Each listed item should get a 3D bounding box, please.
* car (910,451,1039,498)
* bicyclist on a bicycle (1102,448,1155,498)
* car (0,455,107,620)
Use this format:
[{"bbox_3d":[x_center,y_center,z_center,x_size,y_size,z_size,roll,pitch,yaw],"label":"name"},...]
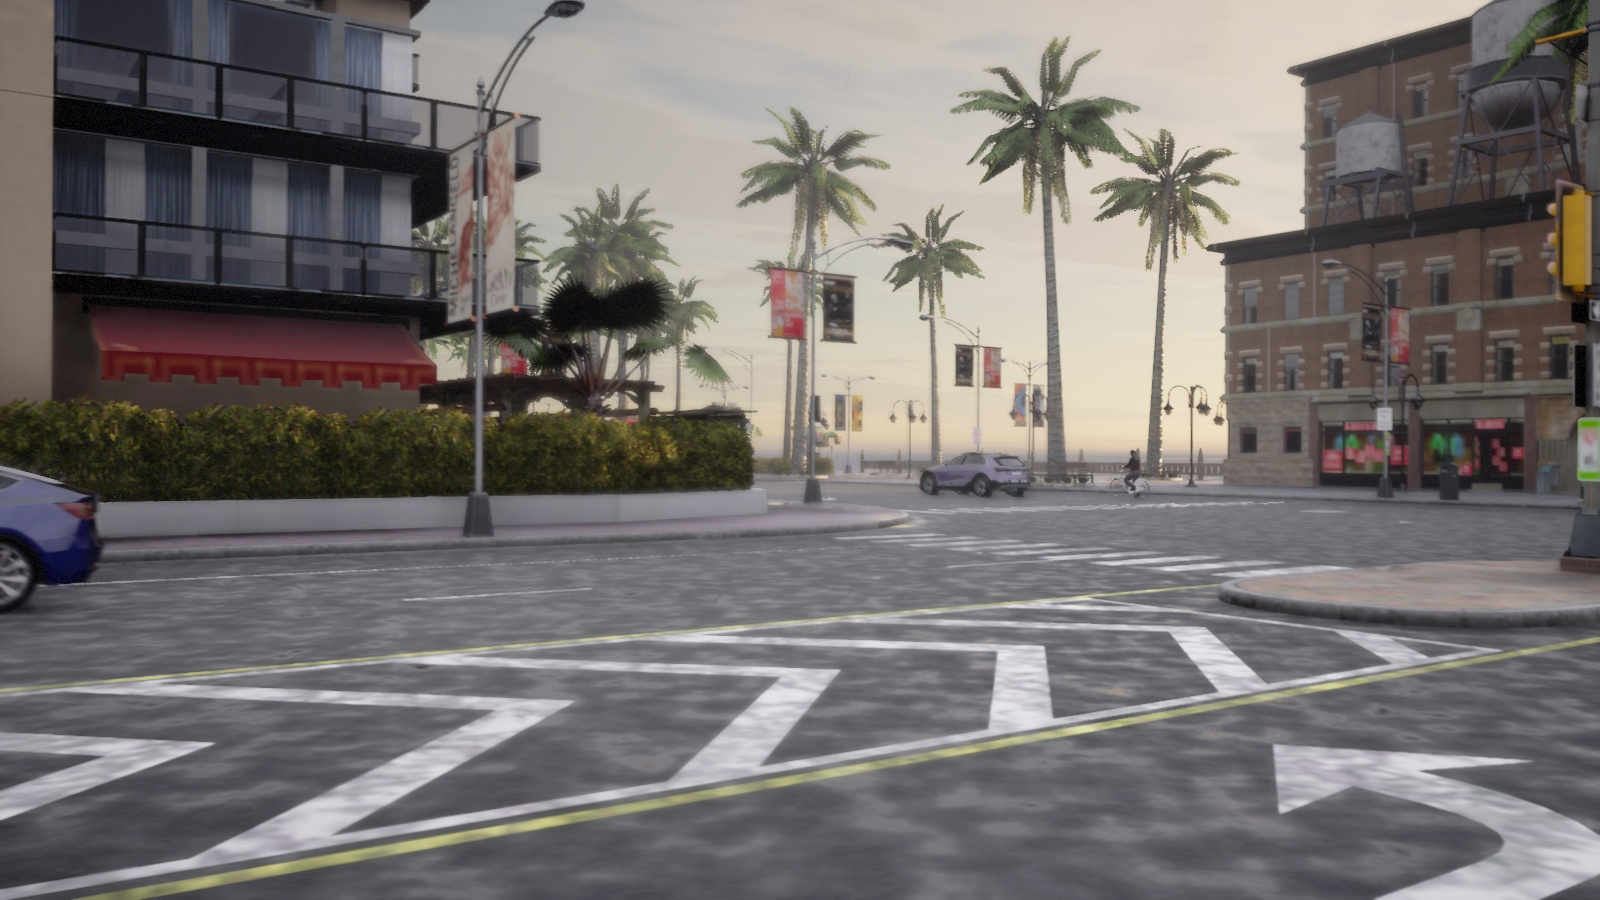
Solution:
[{"bbox_3d":[6.451,0.868,47.053,2.033,1.649,4.856,0,0,-34],"label":"car"},{"bbox_3d":[11.850,0.825,45.357,0.659,1.776,1.843,0,0,-34],"label":"bicyclist on a bicycle"},{"bbox_3d":[-9.105,0.790,11.333,4.792,1.488,2.163,0,0,-35],"label":"car"}]
